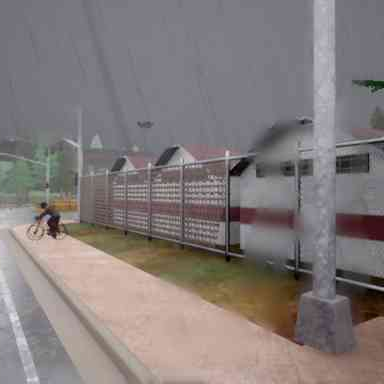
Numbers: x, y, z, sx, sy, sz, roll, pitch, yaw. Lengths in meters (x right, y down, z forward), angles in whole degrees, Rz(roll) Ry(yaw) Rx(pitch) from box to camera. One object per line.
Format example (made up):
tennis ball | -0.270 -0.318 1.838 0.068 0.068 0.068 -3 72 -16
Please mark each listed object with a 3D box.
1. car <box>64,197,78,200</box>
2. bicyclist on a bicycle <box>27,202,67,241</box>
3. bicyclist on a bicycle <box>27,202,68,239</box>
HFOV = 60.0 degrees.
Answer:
car | -18.352 1.494 50.895 4.892 1.490 1.837 0 0 -35
bicyclist on a bicycle | -6.268 1.298 14.391 1.656 1.620 0.582 0 0 -14
bicyclist on a bicycle | -6.782 1.298 15.612 1.656 1.620 0.582 0 0 -39
